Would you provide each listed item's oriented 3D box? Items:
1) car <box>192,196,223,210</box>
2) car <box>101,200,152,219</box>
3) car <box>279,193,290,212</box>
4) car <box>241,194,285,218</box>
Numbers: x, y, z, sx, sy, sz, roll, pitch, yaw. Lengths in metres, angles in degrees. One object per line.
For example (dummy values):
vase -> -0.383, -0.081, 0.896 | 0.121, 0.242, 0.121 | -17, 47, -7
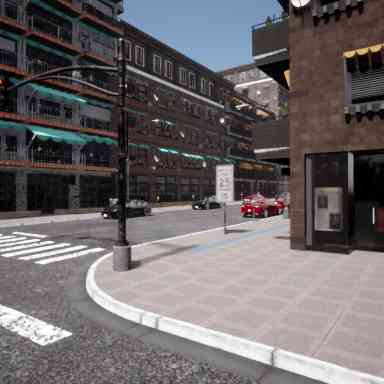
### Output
car -> 1.707, 1.081, 34.700 | 1.947, 1.339, 4.313 | 1, 1, 35
car -> -4.932, 1.264, 25.524 | 1.947, 1.339, 4.313 | 1, 1, 35
car -> 8.531, 1.065, 29.827 | 1.802, 1.307, 4.206 | 1, 1, 35
car -> 5.322, 1.118, 25.162 | 1.887, 1.381, 4.507 | 1, 1, 35
